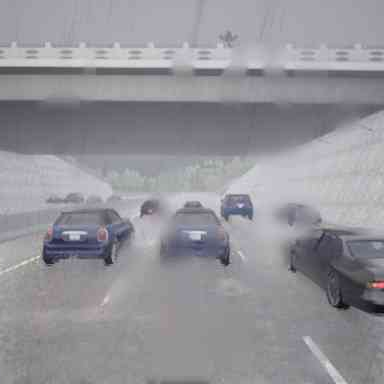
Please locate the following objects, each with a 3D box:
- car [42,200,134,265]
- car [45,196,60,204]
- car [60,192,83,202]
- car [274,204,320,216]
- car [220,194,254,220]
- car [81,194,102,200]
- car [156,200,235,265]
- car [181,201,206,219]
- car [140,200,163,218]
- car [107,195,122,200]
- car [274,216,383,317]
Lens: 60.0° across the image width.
[{"bbox_3d":[-3.400,1.327,11.775,2.097,1.767,4.553,0,0,0],"label":"car"},{"bbox_3d":[-24.529,1.397,59.496,1.812,1.442,4.674,0,0,0],"label":"car"},{"bbox_3d":[-21.036,1.093,59.589,2.150,2.045,5.566,0,0,0],"label":"car"},{"bbox_3d":[7.101,1.500,22.797,2.033,1.411,5.357,0,0,0],"label":"car"},{"bbox_3d":[3.603,1.164,27.310,2.150,2.045,5.566,0,0,0],"label":"car"},{"bbox_3d":[-17.545,1.364,59.787,2.128,1.511,4.902,0,0,0],"label":"car"},{"bbox_3d":[0.100,1.326,11.784,2.097,1.767,4.553,0,0,0],"label":"car"},{"bbox_3d":[0.102,1.502,28.861,1.994,1.385,4.181,0,0,0],"label":"car"},{"bbox_3d":[-3.397,1.414,29.787,1.882,1.535,5.008,0,0,0],"label":"car"},{"bbox_3d":[-14.048,1.363,60.202,2.128,1.511,4.902,0,0,0],"label":"car"},{"bbox_3d":[3.600,1.531,7.725,2.033,1.411,5.357,0,0,0],"label":"car"}]
